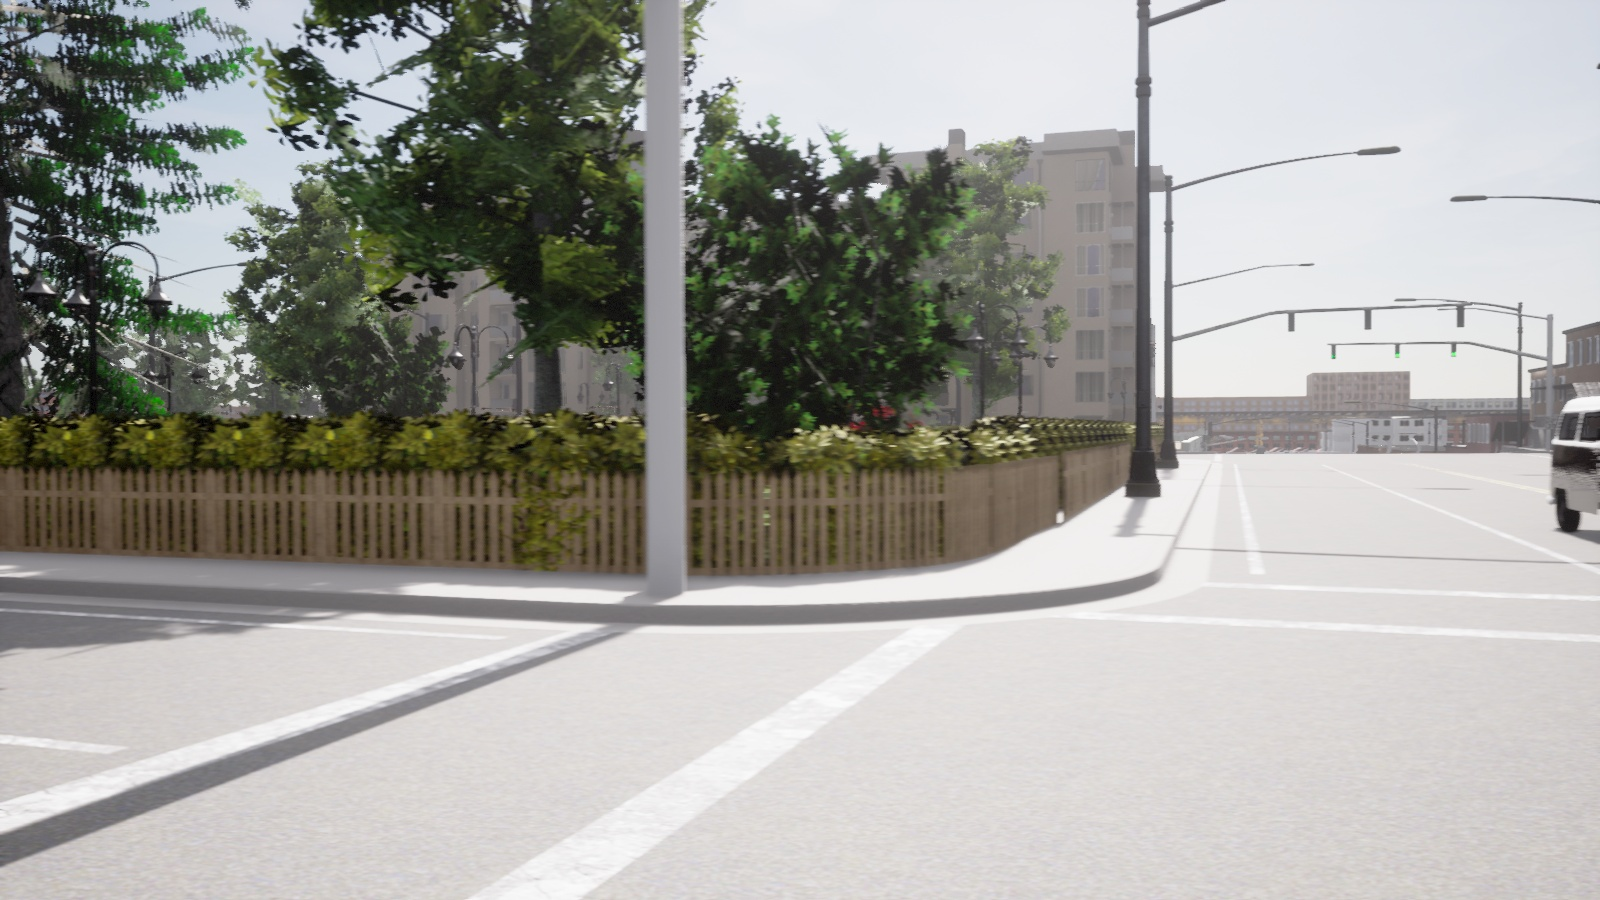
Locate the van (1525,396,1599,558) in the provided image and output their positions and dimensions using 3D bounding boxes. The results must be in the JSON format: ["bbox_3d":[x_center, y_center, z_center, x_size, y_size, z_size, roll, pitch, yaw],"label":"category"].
[{"bbox_3d":[11.685,0.316,17.328,2.069,2.038,4.480,1,1,19],"label":"van"}]
